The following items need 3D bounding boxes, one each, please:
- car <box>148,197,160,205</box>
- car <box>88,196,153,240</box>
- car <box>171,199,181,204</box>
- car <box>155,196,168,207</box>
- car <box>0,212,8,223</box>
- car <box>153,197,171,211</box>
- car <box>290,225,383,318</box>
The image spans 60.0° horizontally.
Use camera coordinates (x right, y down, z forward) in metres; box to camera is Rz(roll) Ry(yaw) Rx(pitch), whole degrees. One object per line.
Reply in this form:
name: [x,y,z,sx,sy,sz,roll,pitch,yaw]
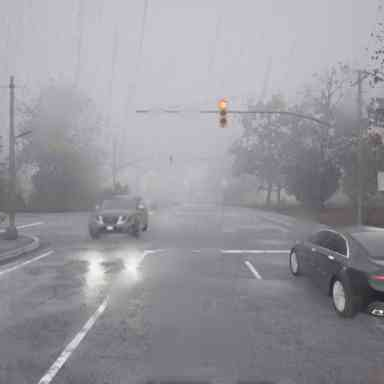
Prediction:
car: [-8.399,1.994,73.328,2.097,1.767,4.553,0,-1,-16]
car: [-3.584,1.219,17.252,2.150,2.045,5.566,0,0,0]
car: [-4.376,2.407,83.133,1.895,1.301,4.718,0,-1,-22]
car: [-5.482,1.665,58.840,2.097,1.767,4.553,0,-1,-9]
car: [-15.476,1.668,23.002,4.718,1.301,1.895,-1,0,-3]
car: [-3.980,1.552,41.890,1.837,1.490,4.892,0,0,-1]
car: [3.598,1.503,7.400,1.837,1.490,4.892,0,0,1]
